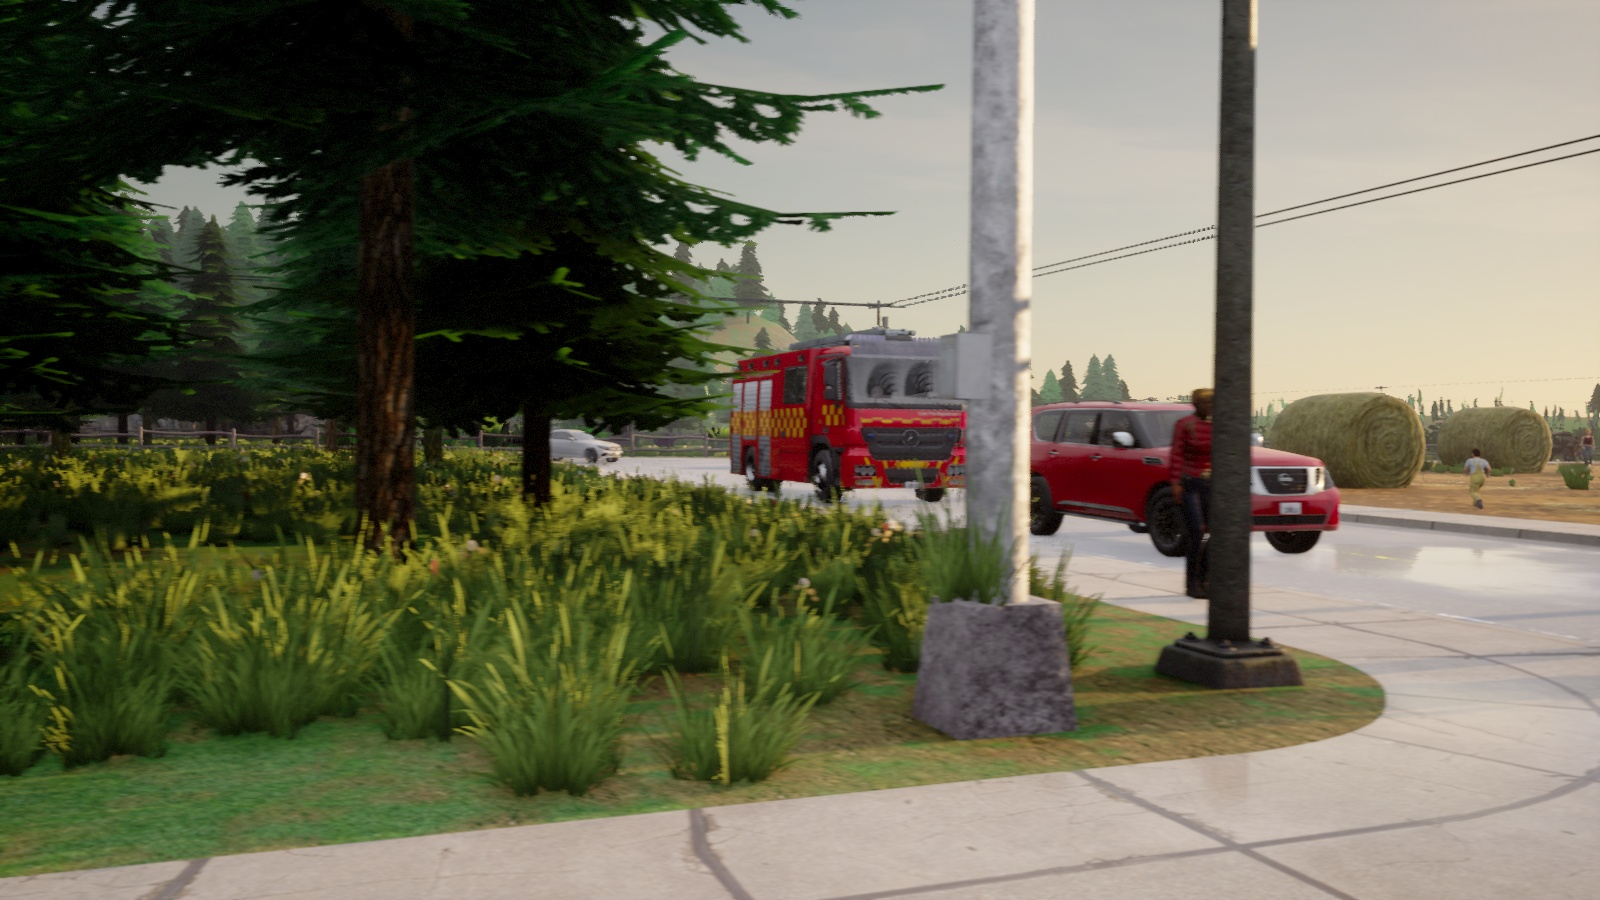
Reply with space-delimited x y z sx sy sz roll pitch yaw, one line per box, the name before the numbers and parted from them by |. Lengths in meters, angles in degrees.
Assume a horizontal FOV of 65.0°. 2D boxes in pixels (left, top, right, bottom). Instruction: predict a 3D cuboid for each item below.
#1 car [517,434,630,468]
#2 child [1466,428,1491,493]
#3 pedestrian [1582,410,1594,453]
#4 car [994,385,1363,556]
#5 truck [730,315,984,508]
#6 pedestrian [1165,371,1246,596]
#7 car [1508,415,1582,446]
car | -9.967 0.045 55.251 4.674 1.442 1.812 0 1 23
child | 13.267 0.195 24.564 0.270 1.263 0.437 -1 1 4
pedestrian | 34.068 -0.804 54.269 0.345 1.836 0.594 0 1 23
car | 5.094 0.196 17.985 2.150 2.045 5.566 -1 1 -20
truck | 0.980 -0.828 29.401 2.891 3.827 8.468 -1 1 -20
pedestrian | 3.440 0.269 10.680 0.331 1.846 0.636 -1 1 -18
car | 47.027 -1.212 79.264 3.866 1.878 1.905 -1 1 -17
